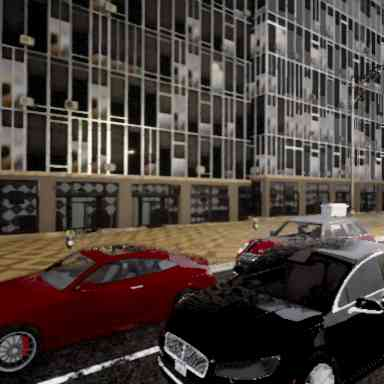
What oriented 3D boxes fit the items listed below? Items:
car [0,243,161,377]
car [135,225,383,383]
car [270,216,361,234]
[{"bbox_3d":[-1.475,1.574,5.493,4.206,1.307,1.802,0,1,-35],"label":"car"},{"bbox_3d":[1.864,1.486,4.703,4.892,1.490,1.837,0,0,-35],"label":"car"},{"bbox_3d":[3.066,1.406,8.723,4.097,1.590,1.967,0,1,-35],"label":"car"}]
